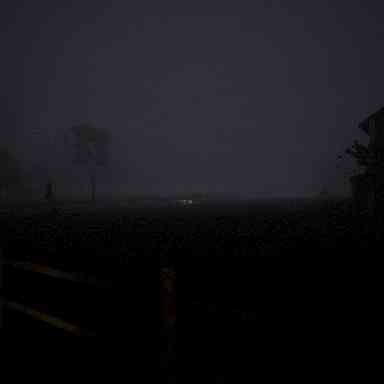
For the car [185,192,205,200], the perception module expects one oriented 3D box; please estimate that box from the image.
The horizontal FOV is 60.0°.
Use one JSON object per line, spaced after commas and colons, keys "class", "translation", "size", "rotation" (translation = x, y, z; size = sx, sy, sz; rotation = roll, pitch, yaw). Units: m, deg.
{"class": "car", "translation": [0.547, 0.814, 63.085], "size": [1.837, 1.490, 4.892], "rotation": [1, 2, 35]}
